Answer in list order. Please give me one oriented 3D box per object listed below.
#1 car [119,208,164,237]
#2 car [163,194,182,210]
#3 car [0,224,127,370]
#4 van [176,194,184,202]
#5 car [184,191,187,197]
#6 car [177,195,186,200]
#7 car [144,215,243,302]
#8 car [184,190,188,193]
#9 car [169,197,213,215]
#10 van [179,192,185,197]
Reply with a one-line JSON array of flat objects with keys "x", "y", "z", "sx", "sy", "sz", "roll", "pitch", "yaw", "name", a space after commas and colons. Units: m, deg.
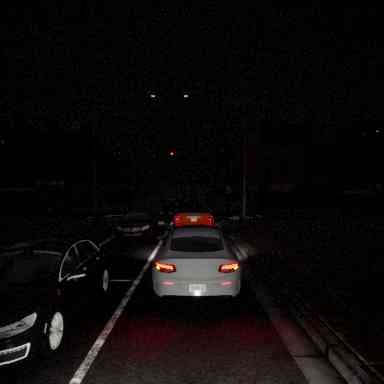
[{"x": -2.674, "y": 1.582, "z": 16.751, "sx": 1.802, "sy": 1.307, "sz": 4.206, "roll": -2, "pitch": 0, "yaw": 0, "name": "car"}, {"x": -2.705, "y": 1.484, "z": 43.529, "sx": 1.967, "sy": 1.590, "sz": 4.097, "roll": -2, "pitch": 0, "yaw": 0, "name": "car"}, {"x": -2.664, "y": 1.548, "z": 5.857, "sx": 2.008, "sy": 1.369, "sz": 4.403, "roll": -2, "pitch": 0, "yaw": 0, "name": "car"}, {"x": -2.733, "y": 1.302, "z": 76.765, "sx": 1.690, "sy": 1.788, "sz": 3.998, "roll": -1, "pitch": 0, "yaw": 0, "name": "van"}, {"x": -2.730, "y": 1.308, "z": 71.228, "sx": 2.192, "sy": 1.841, "sz": 5.009, "roll": -1, "pitch": 0, "yaw": 0, "name": "car"}, {"x": -2.737, "y": 1.430, "z": 87.849, "sx": 2.008, "sy": 1.369, "sz": 4.403, "roll": -1, "pitch": 0, "yaw": 0, "name": "car"}, {"x": 0.093, "y": 1.523, "z": 8.149, "sx": 1.812, "sy": 1.442, "sz": 4.674, "roll": 0, "pitch": 0, "yaw": 0, "name": "car"}, {"x": -2.744, "y": 1.132, "z": 93.398, "sx": 2.192, "sy": 1.841, "sz": 5.009, "roll": -1, "pitch": 1, "yaw": 0, "name": "car"}, {"x": 0.083, "y": 1.353, "z": 18.112, "sx": 2.097, "sy": 1.767, "sz": 4.553, "roll": 0, "pitch": 0, "yaw": 0, "name": "car"}, {"x": -2.724, "y": 1.360, "z": 65.685, "sx": 1.690, "sy": 1.788, "sz": 3.998, "roll": -1, "pitch": 0, "yaw": 0, "name": "van"}]
